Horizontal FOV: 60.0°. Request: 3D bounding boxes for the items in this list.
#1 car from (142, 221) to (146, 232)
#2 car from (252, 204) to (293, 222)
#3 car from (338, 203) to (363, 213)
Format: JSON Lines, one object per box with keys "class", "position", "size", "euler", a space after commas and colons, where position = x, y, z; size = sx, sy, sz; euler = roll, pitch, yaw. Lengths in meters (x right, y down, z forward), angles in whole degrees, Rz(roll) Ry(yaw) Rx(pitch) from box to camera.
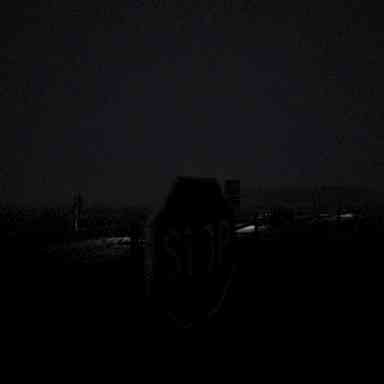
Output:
{"class": "car", "position": [-0.806, 1.757, 19.725], "size": [1.812, 1.442, 4.674], "euler": [-1, -1, 42]}
{"class": "car", "position": [6.992, 1.806, 28.393], "size": [2.128, 1.511, 4.902], "euler": [-1, -1, 42]}
{"class": "car", "position": [20.623, 2.064, 43.446], "size": [1.895, 1.301, 4.718], "euler": [-1, -1, 42]}
